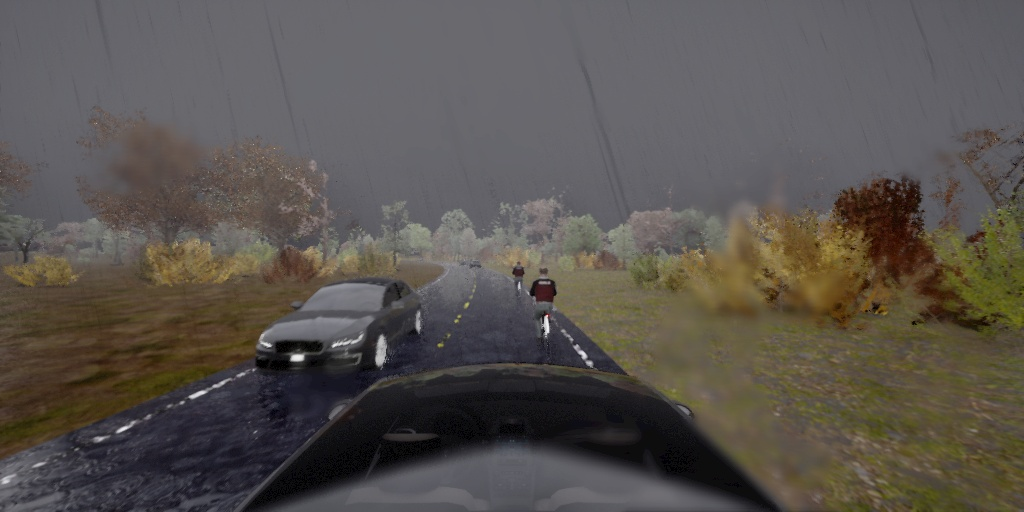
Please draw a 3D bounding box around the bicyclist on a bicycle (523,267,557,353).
[{"bbox_3d":[0.686,1.118,7.985,0.659,1.776,1.843,0,0,-1],"label":"bicyclist on a bicycle"}]

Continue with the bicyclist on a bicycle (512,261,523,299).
[{"bbox_3d":[0.305,1.119,17.050,0.659,1.776,1.843,0,0,-3],"label":"bicyclist on a bicycle"}]

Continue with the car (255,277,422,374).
[{"bbox_3d":[-3.243,1.255,7.737,1.837,1.490,4.892,0,0,-2],"label":"car"}]

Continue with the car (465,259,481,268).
[{"bbox_3d":[-6.407,1.248,60.960,1.837,1.490,4.892,0,1,-12],"label":"car"}]
